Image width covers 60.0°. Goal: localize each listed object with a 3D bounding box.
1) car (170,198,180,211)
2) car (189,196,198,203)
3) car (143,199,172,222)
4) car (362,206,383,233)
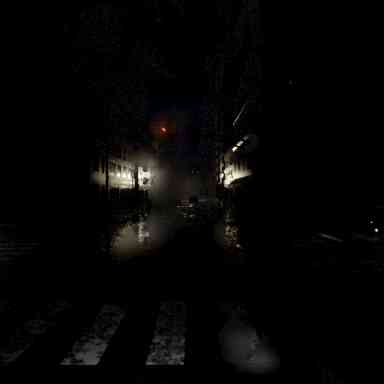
[{"bbox_3d":[-2.955,1.579,41.519,1.994,1.385,4.181,0,0,0],"label":"car"},{"bbox_3d":[0.297,1.541,71.084,1.882,1.535,5.008,0,0,0],"label":"car"},{"bbox_3d":[-2.841,1.549,26.551,2.033,1.411,5.357,0,0,-4],"label":"car"},{"bbox_3d":[11.369,1.382,15.706,5.357,1.411,2.033,-1,0,0],"label":"car"}]
